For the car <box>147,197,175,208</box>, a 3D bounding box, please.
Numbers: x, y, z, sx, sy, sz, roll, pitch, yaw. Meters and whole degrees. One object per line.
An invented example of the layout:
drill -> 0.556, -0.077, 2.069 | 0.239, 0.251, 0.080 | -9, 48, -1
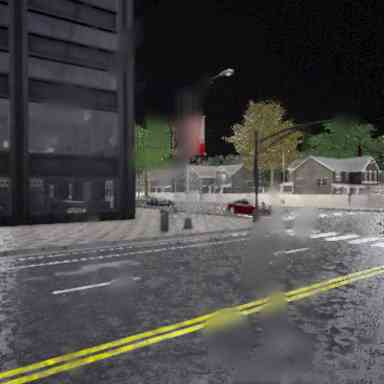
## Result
car -> -4.191, 1.350, 44.064 | 2.033, 1.411, 5.357 | -1, 1, -33

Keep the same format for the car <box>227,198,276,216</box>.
car -> 5.221, 1.358, 29.599 | 1.882, 1.535, 5.008 | -1, 2, -33
